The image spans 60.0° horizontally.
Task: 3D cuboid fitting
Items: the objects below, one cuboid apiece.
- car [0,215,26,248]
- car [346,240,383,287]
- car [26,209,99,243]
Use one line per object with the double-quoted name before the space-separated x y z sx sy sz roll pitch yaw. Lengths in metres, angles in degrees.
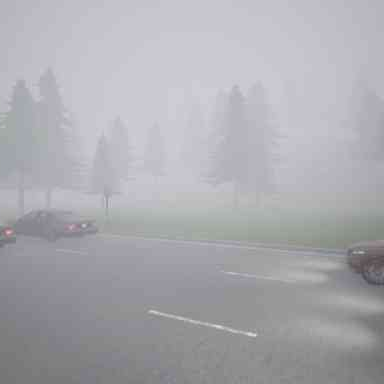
"car" -9.241 1.549 13.305 5.357 1.411 2.033 0 0 32
"car" 6.163 1.525 7.739 4.674 1.442 1.812 0 0 34
"car" -6.963 1.547 16.097 5.357 1.411 2.033 0 0 30
